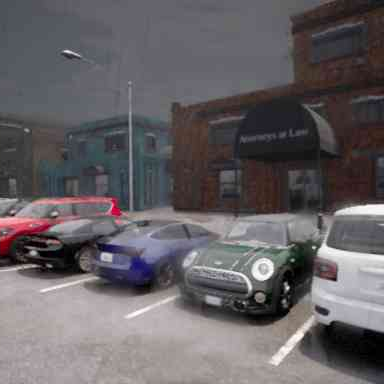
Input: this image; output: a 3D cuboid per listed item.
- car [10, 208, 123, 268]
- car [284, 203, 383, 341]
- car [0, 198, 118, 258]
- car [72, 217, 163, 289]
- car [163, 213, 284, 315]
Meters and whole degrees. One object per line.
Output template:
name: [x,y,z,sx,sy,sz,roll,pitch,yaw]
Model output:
car: [-2.828,1.492,10.963,2.097,1.535,5.008,0,0,35]
car: [3.921,1.229,6.193,2.435,2.045,5.566,0,0,35]
car: [-5.087,1.260,12.546,2.435,2.045,5.566,0,0,35]
car: [-0.567,1.515,9.393,2.163,1.488,4.792,0,0,35]
car: [1.680,1.354,7.794,2.185,1.767,4.553,0,0,35]
